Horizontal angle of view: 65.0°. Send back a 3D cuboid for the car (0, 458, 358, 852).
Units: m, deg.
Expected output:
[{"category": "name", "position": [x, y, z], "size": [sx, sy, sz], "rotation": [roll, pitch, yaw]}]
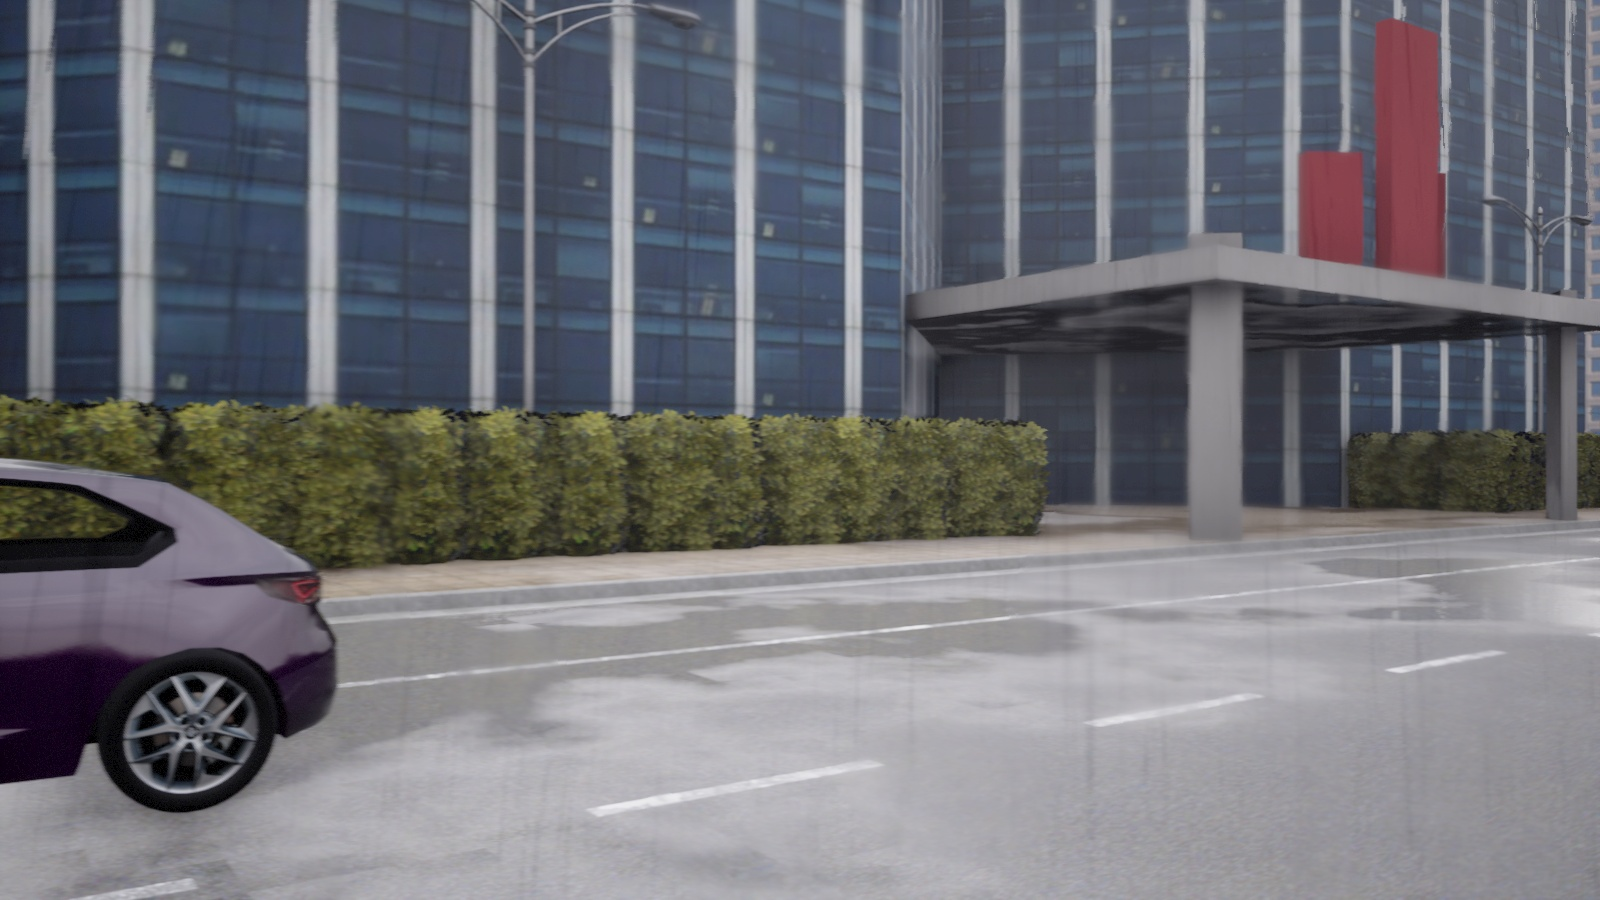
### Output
[{"category": "car", "position": [-4.169, 0.780, 5.022], "size": [4.193, 1.474, 1.816], "rotation": [0, 0, -35]}]
